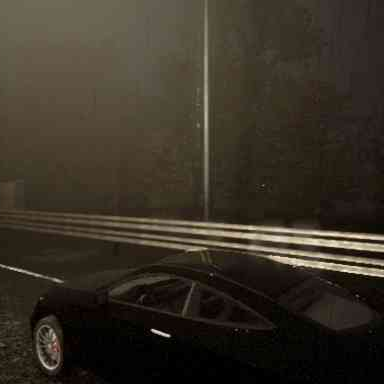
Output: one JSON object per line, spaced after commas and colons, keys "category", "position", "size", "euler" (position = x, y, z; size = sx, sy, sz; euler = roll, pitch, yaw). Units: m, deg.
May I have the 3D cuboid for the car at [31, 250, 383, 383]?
{"category": "car", "position": [0.042, 1.413, 3.759], "size": [4.674, 1.442, 1.812], "euler": [0, 0, 38]}
